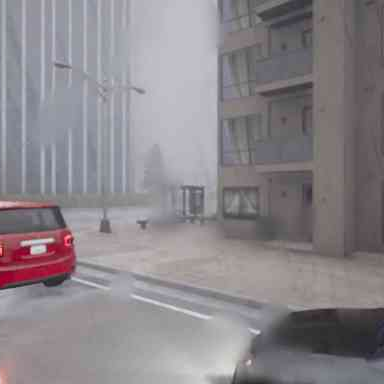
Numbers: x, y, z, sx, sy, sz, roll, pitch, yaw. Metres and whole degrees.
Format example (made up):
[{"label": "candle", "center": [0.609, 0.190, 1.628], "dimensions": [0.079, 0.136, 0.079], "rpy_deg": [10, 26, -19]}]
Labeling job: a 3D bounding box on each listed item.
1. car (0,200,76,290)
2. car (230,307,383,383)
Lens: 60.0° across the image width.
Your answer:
[{"label": "car", "center": [-5.115, 1.222, 8.169], "dimensions": [5.566, 2.045, 2.150], "rpy_deg": [0, 0, 38]}, {"label": "car", "center": [2.384, 1.567, 2.503], "dimensions": [4.181, 1.385, 1.994], "rpy_deg": [0, 0, 35]}]
